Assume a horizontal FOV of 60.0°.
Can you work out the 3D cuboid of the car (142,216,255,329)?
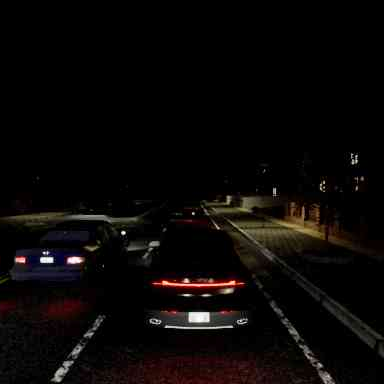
[{"bbox_3d":[0.099,1.507,7.076,1.837,1.490,4.892,0,0,0],"label":"car"}]

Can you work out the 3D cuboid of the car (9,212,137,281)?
[{"bbox_3d":[-3.191,1.550,9.851,2.033,1.411,5.357,0,0,0],"label":"car"}]

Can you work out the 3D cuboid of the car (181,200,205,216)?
[{"bbox_3d":[0.100,1.518,29.787,1.837,1.490,4.892,0,0,0],"label":"car"}]

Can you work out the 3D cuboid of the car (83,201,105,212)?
[{"bbox_3d":[-9.829,1.581,34.540,1.994,1.385,4.181,0,0,0],"label":"car"}]

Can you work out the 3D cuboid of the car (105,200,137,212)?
[{"bbox_3d":[-6.587,1.493,32.267,1.882,1.535,5.008,0,0,0],"label":"car"}]
